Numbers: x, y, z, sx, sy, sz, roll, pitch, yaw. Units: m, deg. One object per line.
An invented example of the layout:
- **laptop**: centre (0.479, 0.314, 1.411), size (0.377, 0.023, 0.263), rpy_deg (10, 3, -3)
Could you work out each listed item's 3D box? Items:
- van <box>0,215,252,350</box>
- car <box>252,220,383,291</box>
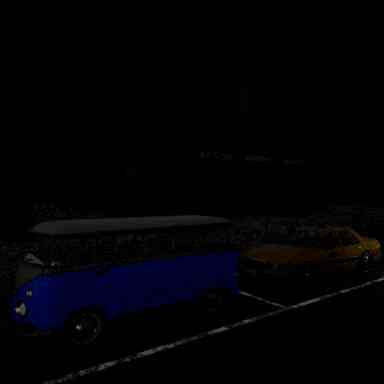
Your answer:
- **van**: centre (-1.006, 1.341, 5.928), size (3.998, 1.788, 1.690), rpy_deg (0, 0, -35)
- **car**: centre (3.291, 1.525, 8.976), size (4.829, 1.417, 1.752), rpy_deg (0, 0, -35)
